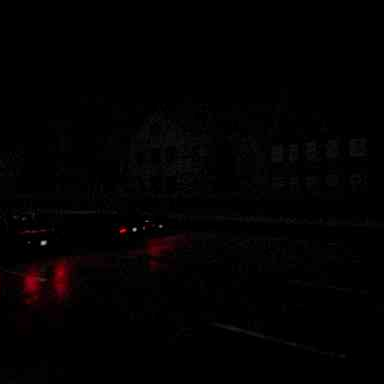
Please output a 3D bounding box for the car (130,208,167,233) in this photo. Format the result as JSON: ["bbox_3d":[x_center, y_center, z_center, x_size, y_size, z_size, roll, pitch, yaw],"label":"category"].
[{"bbox_3d":[-3.562,1.679,19.336,4.674,1.442,1.812,0,0,36],"label":"car"}]

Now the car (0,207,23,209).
[{"bbox_3d":[-15.252,1.912,27.664,4.718,1.301,1.895,-1,0,36],"label":"car"}]

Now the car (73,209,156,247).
[{"bbox_3d":[-4.494,1.687,15.689,5.357,1.411,2.033,-1,0,36],"label":"car"}]

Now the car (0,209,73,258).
[{"bbox_3d":[-7.307,1.642,13.405,4.902,1.511,2.128,-1,0,36],"label":"car"}]
